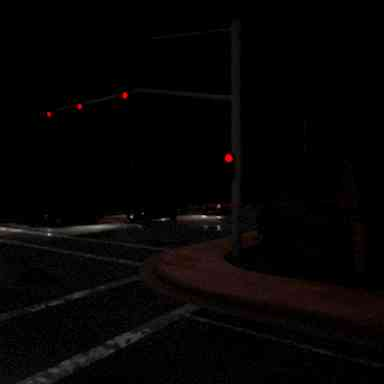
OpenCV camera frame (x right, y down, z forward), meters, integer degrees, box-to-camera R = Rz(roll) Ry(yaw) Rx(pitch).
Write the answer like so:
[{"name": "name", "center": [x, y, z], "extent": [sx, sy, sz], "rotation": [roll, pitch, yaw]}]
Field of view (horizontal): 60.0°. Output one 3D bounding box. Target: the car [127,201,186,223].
[{"name": "car", "center": [-2.983, 1.557, 26.276], "extent": [2.128, 1.511, 4.902], "rotation": [0, 0, 36]}]

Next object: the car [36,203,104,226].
[{"name": "car", "center": [-8.761, 1.556, 24.199], "extent": [1.882, 1.535, 5.008], "rotation": [0, 0, 35]}]

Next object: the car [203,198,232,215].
[{"name": "car", "center": [3.041, 1.416, 34.681], "extent": [2.097, 1.767, 4.553], "rotation": [0, 0, 36]}]
